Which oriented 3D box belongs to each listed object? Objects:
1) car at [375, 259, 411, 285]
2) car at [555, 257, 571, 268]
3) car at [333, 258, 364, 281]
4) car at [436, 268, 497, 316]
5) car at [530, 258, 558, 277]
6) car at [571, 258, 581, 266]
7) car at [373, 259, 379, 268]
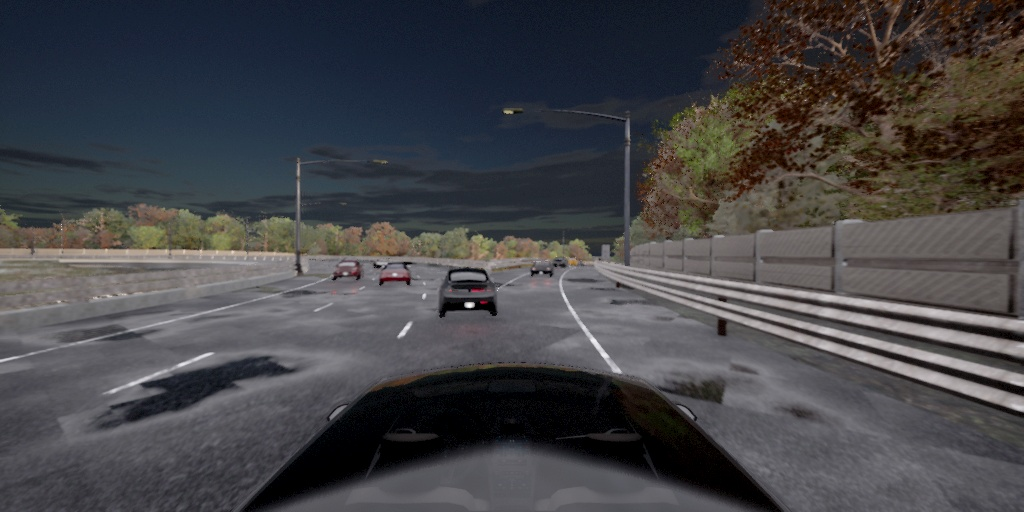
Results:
[{"bbox_3d":[-7.891,1.124,24.410,1.994,1.385,4.181,0,0,-16],"label":"car"},{"bbox_3d":[6.616,0.902,48.902,1.837,1.490,4.892,0,0,14],"label":"car"},{"bbox_3d":[-12.520,1.057,27.603,1.812,1.442,4.674,0,0,-18],"label":"car"},{"bbox_3d":[-1.654,1.165,12.938,1.837,1.490,4.892,0,1,-10],"label":"car"},{"bbox_3d":[2.837,1.113,32.281,1.895,1.301,4.718,0,0,10],"label":"car"},{"bbox_3d":[10.705,1.083,64.308,1.882,1.535,5.008,0,-2,15],"label":"car"},{"bbox_3d":[-16.714,0.981,46.083,1.895,1.301,4.718,0,1,-28],"label":"car"}]
